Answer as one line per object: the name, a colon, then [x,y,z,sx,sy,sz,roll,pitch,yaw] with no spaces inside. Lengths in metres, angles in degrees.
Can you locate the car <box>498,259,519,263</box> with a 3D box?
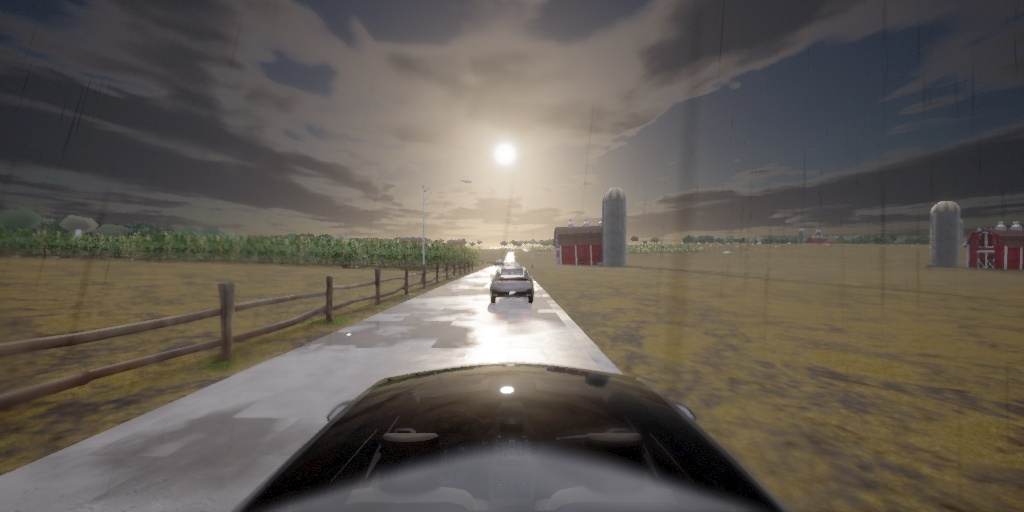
car: [0.000,1.256,31.506,1.882,1.535,5.008,0,0,0]

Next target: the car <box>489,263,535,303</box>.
car: [0.000,1.244,16.501,2.128,1.511,4.902,0,0,0]
